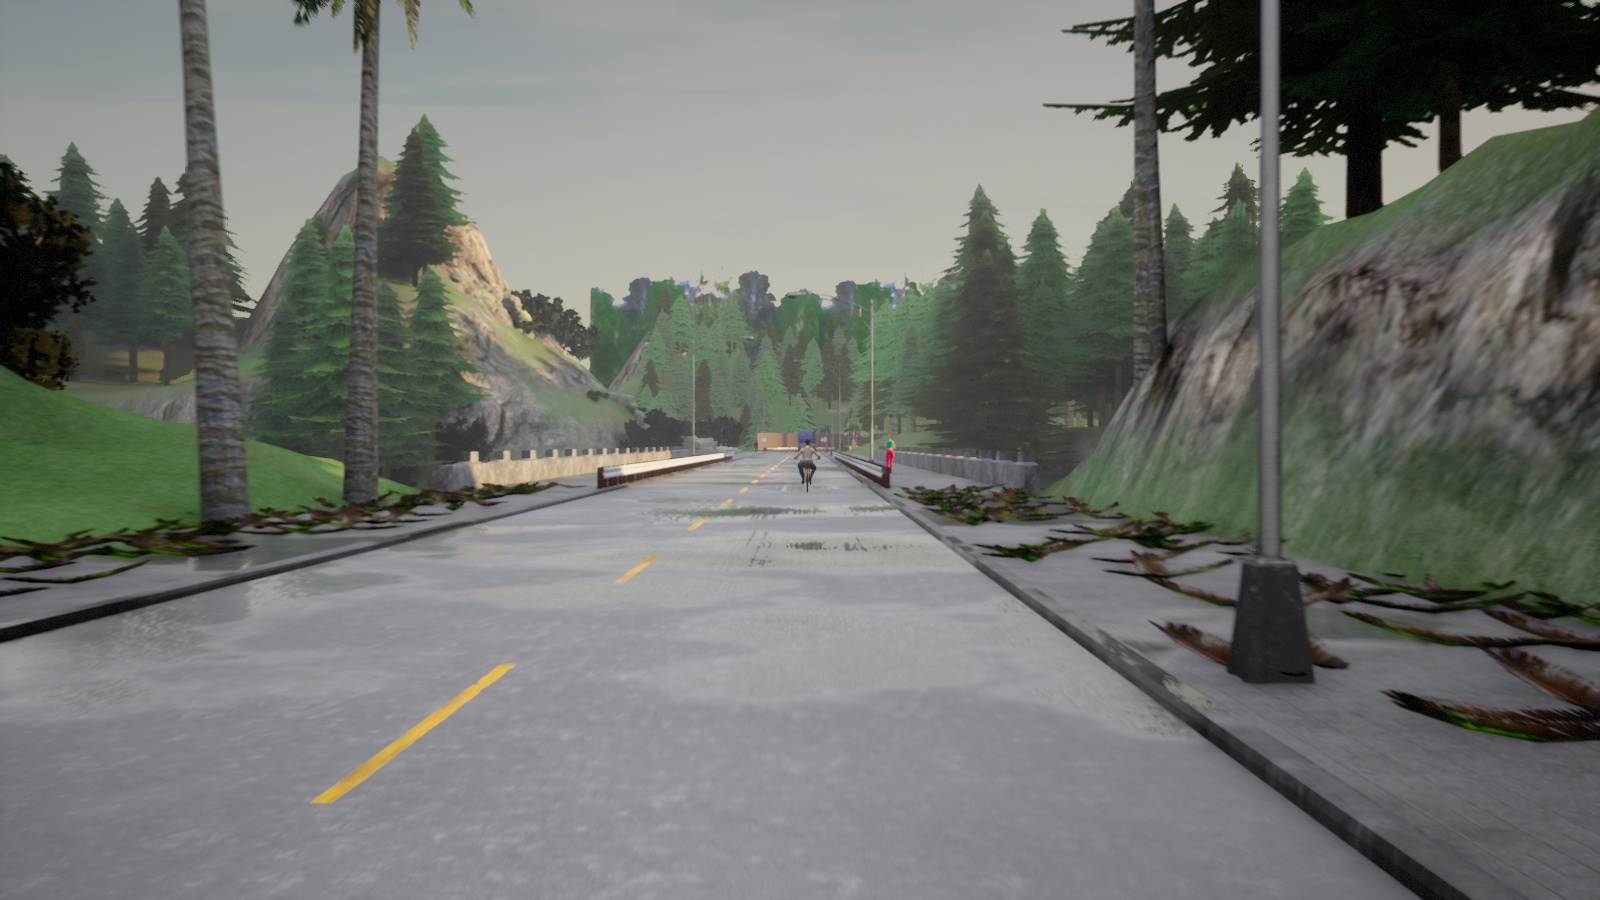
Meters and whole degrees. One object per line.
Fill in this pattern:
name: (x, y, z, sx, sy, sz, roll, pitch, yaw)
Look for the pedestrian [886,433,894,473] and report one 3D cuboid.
pedestrian: (4.161, 0.136, 58.005, 0.345, 1.836, 0.594, 0, 0, 1)
